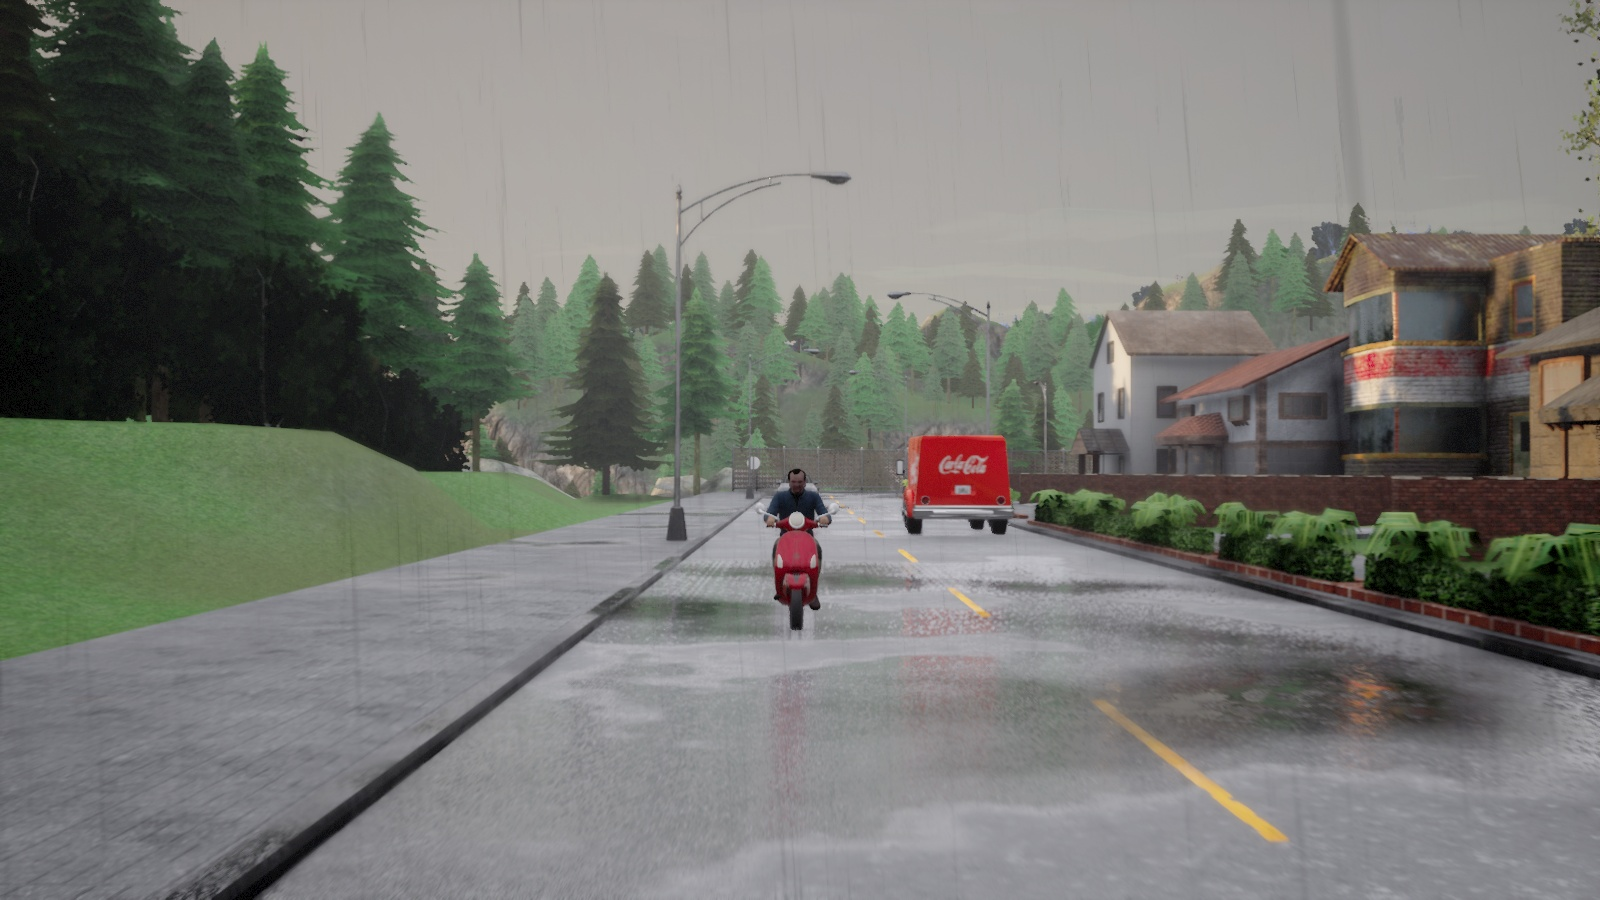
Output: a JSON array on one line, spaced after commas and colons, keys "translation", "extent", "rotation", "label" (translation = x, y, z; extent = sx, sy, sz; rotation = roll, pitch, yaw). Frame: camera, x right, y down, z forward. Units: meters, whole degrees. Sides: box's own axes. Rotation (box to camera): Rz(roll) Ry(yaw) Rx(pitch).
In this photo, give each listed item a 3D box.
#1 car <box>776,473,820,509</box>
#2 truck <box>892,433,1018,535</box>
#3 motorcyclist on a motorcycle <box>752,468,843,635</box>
[{"translation": [-0.098, 1.727, 53.636], "extent": [1.816, 1.474, 4.193], "rotation": [0, -1, 0], "label": "car"}, {"translation": [3.937, 0.864, 32.960], "extent": [2.627, 2.467, 5.204], "rotation": [0, -1, 0], "label": "truck"}, {"translation": [-0.026, 0.986, 12.975], "extent": [0.866, 1.590, 1.817], "rotation": [0, -1, 0], "label": "motorcyclist on a motorcycle"}]
